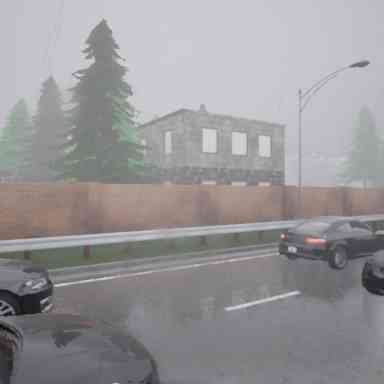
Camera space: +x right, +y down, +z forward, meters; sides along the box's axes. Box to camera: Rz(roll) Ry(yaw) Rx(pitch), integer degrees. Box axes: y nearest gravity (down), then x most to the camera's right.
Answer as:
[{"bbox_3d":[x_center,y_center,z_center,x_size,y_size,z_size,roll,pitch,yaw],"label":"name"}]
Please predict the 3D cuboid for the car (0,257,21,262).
[{"bbox_3d":[-4.675,1.492,4.849,4.902,1.511,2.128,0,0,-33],"label":"car"}]

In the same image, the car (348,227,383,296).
[{"bbox_3d":[5.691,1.564,7.397,4.181,1.385,1.994,0,0,-33],"label":"car"}]

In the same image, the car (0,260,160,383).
[{"bbox_3d":[-2.524,1.503,2.072,4.892,1.490,1.837,1,0,-33],"label":"car"}]

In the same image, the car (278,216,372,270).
[{"bbox_3d":[4.879,1.526,11.042,4.674,1.442,1.812,0,0,-33],"label":"car"}]
